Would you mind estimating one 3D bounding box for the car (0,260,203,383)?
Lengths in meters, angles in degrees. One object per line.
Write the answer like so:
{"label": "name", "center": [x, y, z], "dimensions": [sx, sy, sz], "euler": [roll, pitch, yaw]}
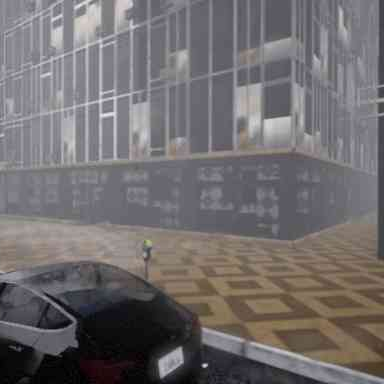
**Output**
{"label": "car", "center": [-1.879, 1.566, 4.210], "dimensions": [4.313, 1.339, 1.947], "euler": [0, 0, 36]}
